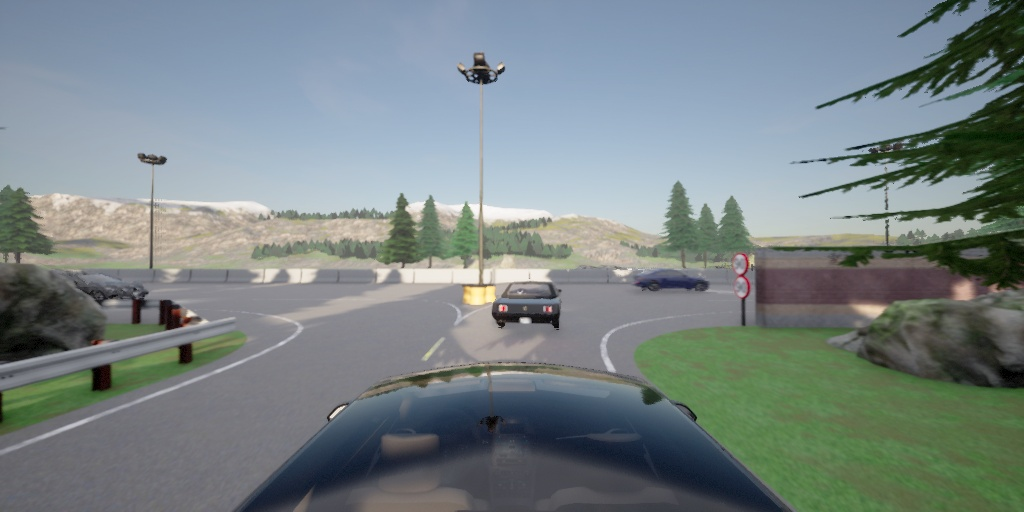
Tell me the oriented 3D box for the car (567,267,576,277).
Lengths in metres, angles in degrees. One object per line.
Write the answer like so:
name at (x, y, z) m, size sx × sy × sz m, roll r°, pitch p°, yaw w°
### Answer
car at (7.415, 1.838, 40.736) m, size 4.718 × 1.301 × 1.895 m, roll 0°, pitch -1°, yaw 1°

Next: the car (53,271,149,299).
car at (-19.696, 1.465, 16.597) m, size 4.674 × 1.442 × 1.812 m, roll 0°, pitch -1°, yaw 1°

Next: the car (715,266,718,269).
car at (26.352, 1.918, 47.343) m, size 4.718 × 1.301 × 1.895 m, roll 0°, pitch -1°, yaw 1°

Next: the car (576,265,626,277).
car at (9.493, 1.685, 37.193) m, size 4.902 × 1.511 × 2.128 m, roll 0°, pitch -1°, yaw 1°

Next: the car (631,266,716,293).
car at (10.079, 1.543, 22.980) m, size 4.674 × 1.442 × 1.812 m, roll 0°, pitch -1°, yaw 1°

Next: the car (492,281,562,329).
car at (0.697, 1.480, 11.834) m, size 1.895 × 1.301 × 4.718 m, roll 0°, pitch -1°, yaw 9°

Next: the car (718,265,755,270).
car at (26.582, 1.722, 40.325) m, size 4.902 × 1.511 × 2.128 m, roll 0°, pitch -1°, yaw 1°
